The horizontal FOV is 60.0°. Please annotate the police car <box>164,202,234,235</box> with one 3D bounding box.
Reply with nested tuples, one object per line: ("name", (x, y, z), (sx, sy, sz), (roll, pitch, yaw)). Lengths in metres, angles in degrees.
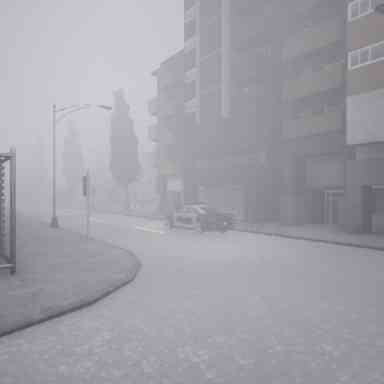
("police car", (0.190, 1.425, 19.149), (1.930, 1.638, 5.238), (0, 0, -36))
